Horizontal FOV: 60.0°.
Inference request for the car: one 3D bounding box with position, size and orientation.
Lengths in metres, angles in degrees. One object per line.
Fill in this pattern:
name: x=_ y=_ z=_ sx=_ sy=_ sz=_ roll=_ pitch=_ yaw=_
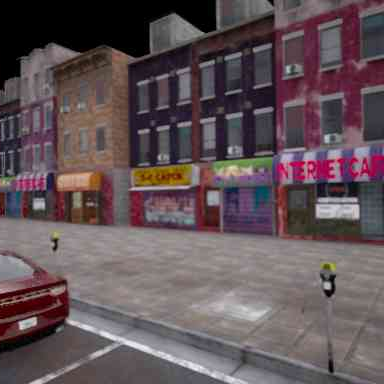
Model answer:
car: x=-3.952 y=1.589 z=5.641 sx=4.507 sy=1.381 sz=1.887 roll=0 pitch=-1 yaw=36
